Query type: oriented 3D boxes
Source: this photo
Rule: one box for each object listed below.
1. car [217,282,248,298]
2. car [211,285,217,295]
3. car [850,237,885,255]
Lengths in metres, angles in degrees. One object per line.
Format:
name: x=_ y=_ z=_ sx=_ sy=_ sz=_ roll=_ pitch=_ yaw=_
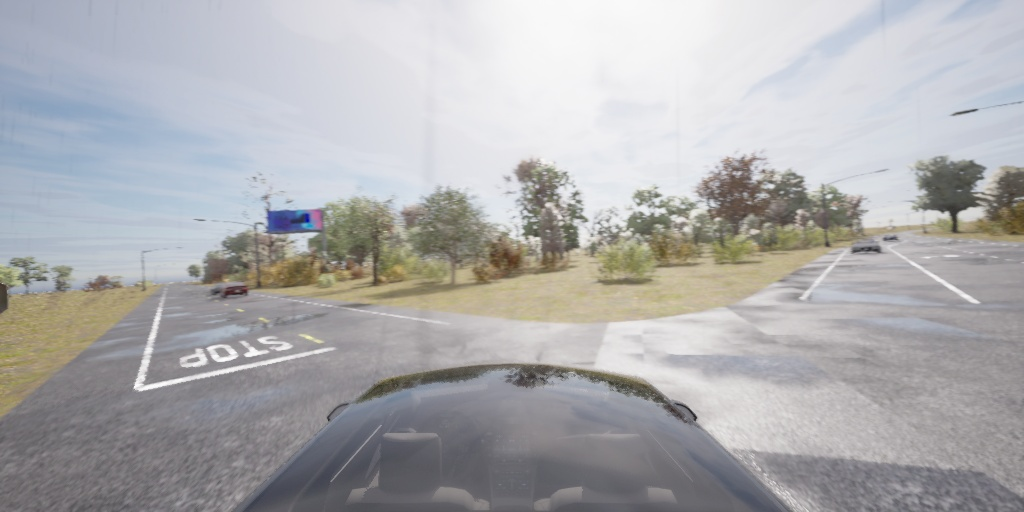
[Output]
car: x=-28.234 y=3.372 z=36.428 sx=1.882 sy=1.535 sz=5.008 roll=-3 pitch=-1 yaw=-44
car: x=-35.496 y=4.001 z=44.008 sx=1.994 sy=1.385 sz=4.181 roll=-3 pitch=-1 yaw=-44
car: x=33.194 y=-0.887 z=33.685 sx=1.994 sy=1.385 sz=4.181 roll=-4 pitch=0 yaw=44
